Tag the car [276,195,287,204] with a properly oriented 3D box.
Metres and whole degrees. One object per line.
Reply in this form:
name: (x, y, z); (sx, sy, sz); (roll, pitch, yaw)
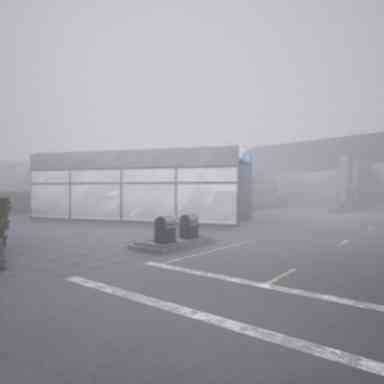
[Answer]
car: (14.735, 1.367, 57.595); (2.242, 1.667, 4.611); (0, 0, 36)
